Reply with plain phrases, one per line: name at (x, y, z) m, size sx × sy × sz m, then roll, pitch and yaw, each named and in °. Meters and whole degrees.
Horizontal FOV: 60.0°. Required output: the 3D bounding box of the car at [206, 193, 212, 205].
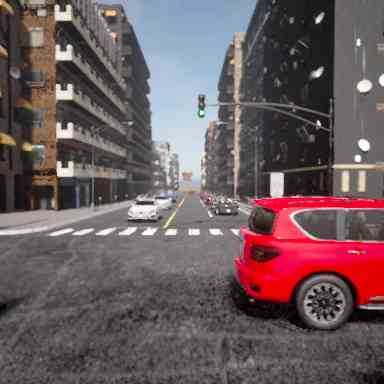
car at (2.786, 1.070, 33.270) m, size 2.008 × 1.369 × 4.403 m, roll -1°, pitch 1°, yaw 0°

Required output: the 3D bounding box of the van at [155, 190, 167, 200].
van at (-5.696, 0.534, 61.622) m, size 1.690 × 1.788 × 3.998 m, roll -1°, pitch 1°, yaw 0°

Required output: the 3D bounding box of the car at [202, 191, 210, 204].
car at (2.679, 0.930, 44.534) m, size 1.887 × 1.381 × 4.507 m, roll -1°, pitch 1°, yaw 0°

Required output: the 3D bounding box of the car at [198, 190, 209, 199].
car at (2.655, 0.733, 61.527) m, size 1.887 × 1.381 × 4.507 m, roll -1°, pitch 1°, yaw 0°

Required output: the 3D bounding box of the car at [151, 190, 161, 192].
car at (-5.692, 0.637, 50.357) m, size 2.192 × 1.841 × 5.009 m, roll -1°, pitch 1°, yaw 0°

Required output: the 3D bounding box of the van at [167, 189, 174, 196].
van at (-5.704, 0.222, 89.782) m, size 1.690 × 1.788 × 3.998 m, roll -1°, pitch 1°, yaw 0°

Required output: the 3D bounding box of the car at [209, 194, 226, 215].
car at (2.796, 1.138, 27.740) m, size 2.008 × 1.369 × 4.403 m, roll -1°, pitch 1°, yaw 0°

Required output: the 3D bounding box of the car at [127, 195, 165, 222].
car at (-3.120, 1.180, 22.753) m, size 1.812 × 1.442 × 4.674 m, roll 0°, pitch 1°, yaw 1°

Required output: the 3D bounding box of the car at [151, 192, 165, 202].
car at (-5.689, 0.808, 55.992) m, size 2.008 × 1.369 × 4.403 m, roll -1°, pitch 1°, yaw 0°

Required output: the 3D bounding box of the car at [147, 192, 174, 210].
car at (-3.111, 1.045, 33.666) m, size 1.812 × 1.442 × 4.674 m, roll 0°, pitch 1°, yaw 0°

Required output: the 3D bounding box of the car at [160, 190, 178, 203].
car at (-3.092, 0.830, 48.763) m, size 2.128 × 1.511 × 4.902 m, roll 0°, pitch 1°, yaw 0°

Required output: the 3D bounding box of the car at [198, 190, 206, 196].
car at (2.644, 0.317, 89.682) m, size 1.967 × 1.590 × 4.097 m, roll -1°, pitch 1°, yaw 0°

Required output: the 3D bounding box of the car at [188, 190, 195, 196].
car at (-0.028, 0.330, 91.830) m, size 1.882 × 1.535 × 5.008 m, roll 0°, pitch 1°, yaw 0°

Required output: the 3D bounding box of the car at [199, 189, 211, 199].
car at (2.649, 0.439, 67.157) m, size 2.192 × 1.841 × 5.009 m, roll -1°, pitch 1°, yaw 0°

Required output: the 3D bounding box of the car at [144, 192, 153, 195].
car at (-5.854, 1.006, 39.095) m, size 2.008 × 1.369 × 4.403 m, roll -1°, pitch 1°, yaw 0°

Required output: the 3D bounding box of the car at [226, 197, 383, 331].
car at (3.577, 1.135, 6.159) m, size 5.566 × 2.045 × 2.150 m, roll 0°, pitch 2°, yaw 0°

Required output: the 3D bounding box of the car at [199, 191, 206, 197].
car at (2.649, 0.519, 84.053) m, size 1.802 × 1.307 × 4.206 m, roll -1°, pitch 1°, yaw 0°
